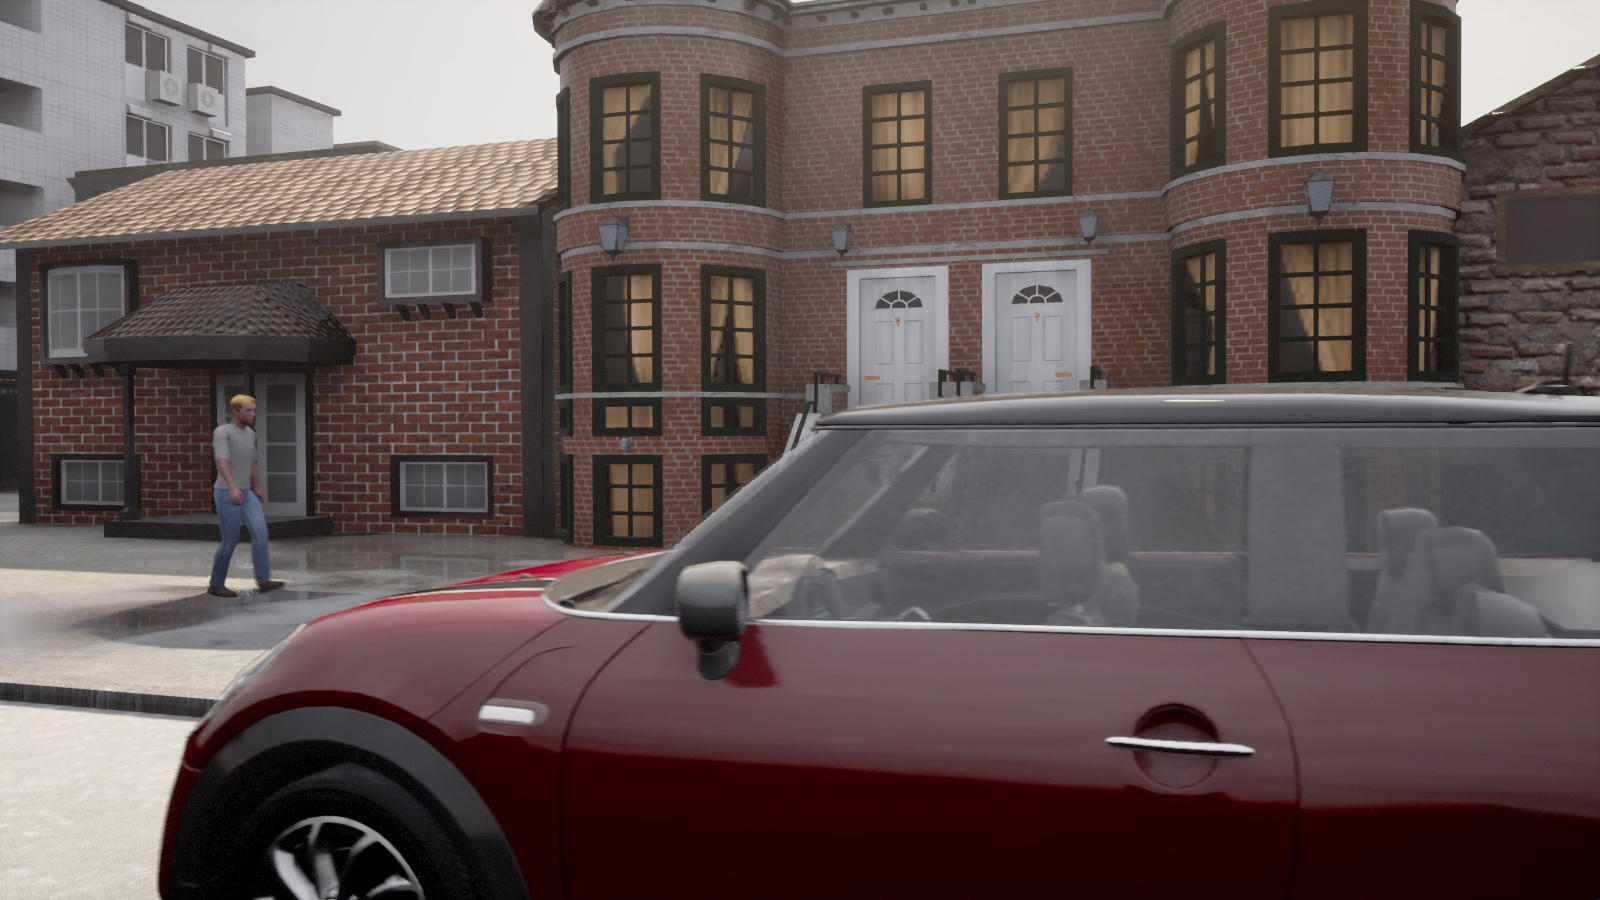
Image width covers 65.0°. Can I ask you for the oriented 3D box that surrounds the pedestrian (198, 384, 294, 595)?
[{"bbox_3d":[-4.917,0.337,11.162,0.706,1.836,0.354,0,1,14],"label":"pedestrian"}]

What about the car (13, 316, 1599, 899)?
[{"bbox_3d":[0.424,0.629,3.575,4.553,1.767,2.097,1,1,19],"label":"car"}]
